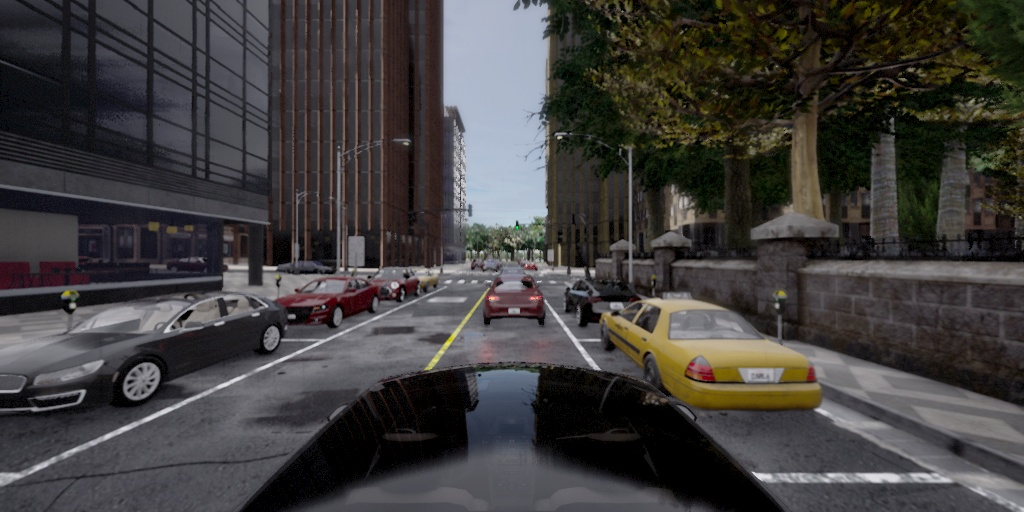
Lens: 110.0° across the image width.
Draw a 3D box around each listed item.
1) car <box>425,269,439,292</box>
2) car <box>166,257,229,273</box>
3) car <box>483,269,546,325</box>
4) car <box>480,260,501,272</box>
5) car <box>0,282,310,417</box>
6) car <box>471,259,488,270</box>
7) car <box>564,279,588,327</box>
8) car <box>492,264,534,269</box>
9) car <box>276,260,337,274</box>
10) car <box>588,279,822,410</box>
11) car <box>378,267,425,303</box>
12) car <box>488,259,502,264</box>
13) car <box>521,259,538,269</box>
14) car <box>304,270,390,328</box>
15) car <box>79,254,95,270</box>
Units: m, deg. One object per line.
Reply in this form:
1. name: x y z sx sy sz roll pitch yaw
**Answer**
1. car: -5.733 1.385 22.331 1.751 1.417 4.829 0 0 0
2. car: -29.677 0.844 33.979 5.008 1.535 1.882 1 0 0
3. car: 0.079 1.330 11.963 1.812 1.442 4.674 0 0 0
4. car: -3.017 1.578 50.470 1.994 1.385 4.181 0 0 1
5. car: -5.755 1.323 6.130 2.007 1.370 4.403 0 0 0
6. car: -5.682 1.382 59.908 2.192 1.841 5.009 0 0 0
7. car: 2.777 1.368 11.577 1.948 1.339 4.313 0 0 0
8. car: 0.015 1.408 22.529 2.033 1.411 5.357 0 0 -1
9. car: -19.270 1.116 33.981 5.357 1.411 2.033 1 0 0
10. car: 2.770 1.299 6.291 1.751 1.417 4.829 0 0 0
11. car: -5.740 1.270 17.044 1.967 1.591 4.097 0 0 0
12. car: -2.997 1.672 60.464 1.895 1.301 4.718 0 0 0
13. car: 2.836 1.477 54.459 1.967 1.591 4.097 0 0 0
14. car: -5.748 1.346 11.587 1.888 1.381 4.507 0 0 0
15. car: -43.220 0.326 33.990 5.566 2.045 2.150 2 0 0
